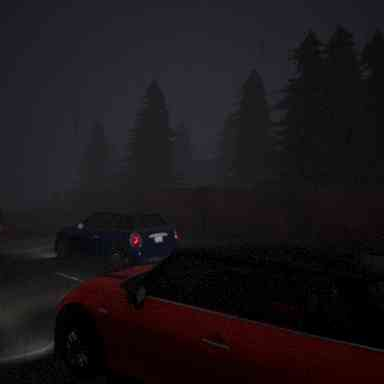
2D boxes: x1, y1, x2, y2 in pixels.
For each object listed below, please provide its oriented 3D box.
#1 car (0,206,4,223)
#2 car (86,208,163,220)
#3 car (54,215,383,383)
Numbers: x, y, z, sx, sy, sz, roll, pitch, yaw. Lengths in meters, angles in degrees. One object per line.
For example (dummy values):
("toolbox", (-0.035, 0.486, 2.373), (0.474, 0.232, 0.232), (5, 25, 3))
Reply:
("car", (-15.564, 1.502, 25.226), (2.128, 1.511, 4.902), (0, 0, -36))
("car", (-2.557, 1.367, 10.858), (4.553, 1.767, 2.097), (0, 0, 41))
("car", (0.363, 1.361, 3.948), (4.553, 1.767, 2.097), (0, 0, 37))
